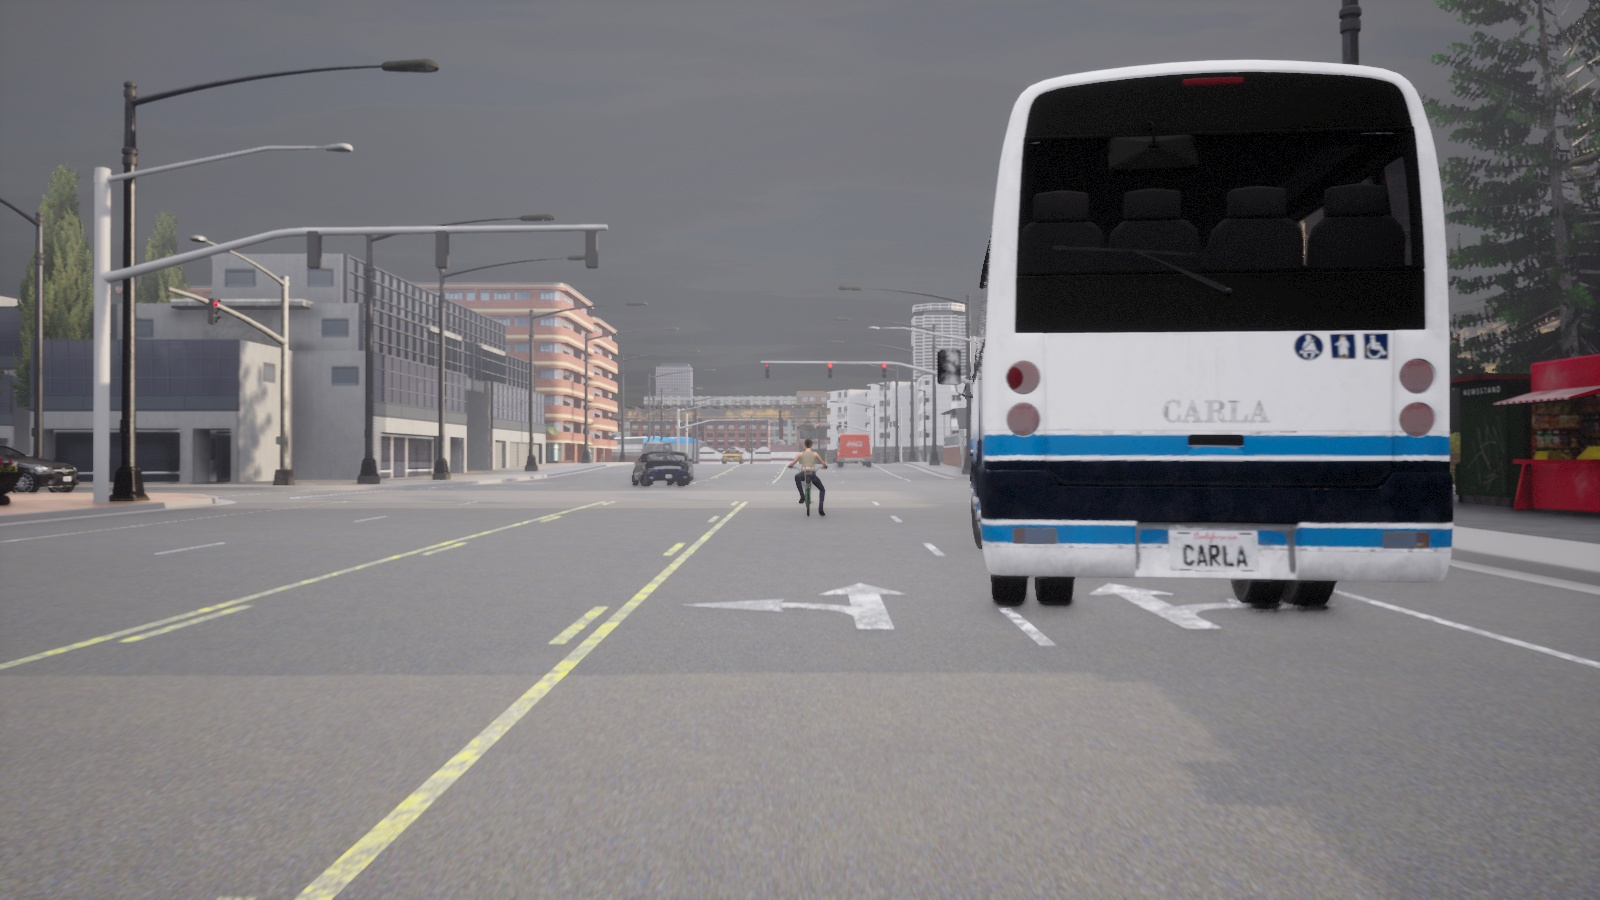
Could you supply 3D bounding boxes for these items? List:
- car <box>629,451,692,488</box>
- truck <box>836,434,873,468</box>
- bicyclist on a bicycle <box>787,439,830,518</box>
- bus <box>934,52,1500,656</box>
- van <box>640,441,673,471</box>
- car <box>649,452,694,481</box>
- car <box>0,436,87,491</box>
[{"bbox_3d":[-5.859,0.781,52.372,1.816,1.474,4.193,0,0,-18],"label":"car"},{"bbox_3d":[4.054,0.016,94.782,2.627,2.467,5.204,0,1,0],"label":"truck"},{"bbox_3d":[0.170,0.573,26.230,0.866,1.612,1.509,0,0,0],"label":"bicyclist on a bicycle"},{"bbox_3d":[3.584,-0.704,14.178,3.944,4.253,10.273,0,0,7],"label":"bus"},{"bbox_3d":[-9.987,0.371,87.622,1.775,1.987,4.442,0,1,0],"label":"van"},{"bbox_3d":[-6.615,0.828,65.184,1.837,1.490,4.892,0,0,0],"label":"car"},{"bbox_3d":[-25.126,0.407,38.730,5.027,1.651,2.152,0,-1,1],"label":"car"}]
